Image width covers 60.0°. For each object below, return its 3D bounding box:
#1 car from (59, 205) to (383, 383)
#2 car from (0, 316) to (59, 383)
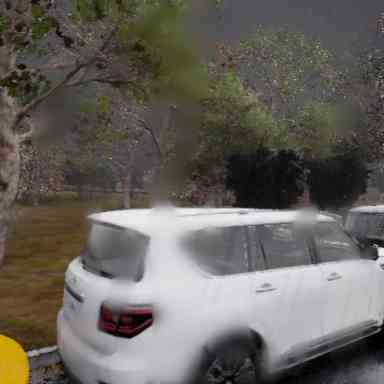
[{"bbox_3d":[1.054,1.240,4.811,5.566,2.045,2.435,0,0,-33],"label":"car"},{"bbox_3d":[-3.508,1.473,1.555,5.008,1.535,2.097,0,0,-33],"label":"car"}]
